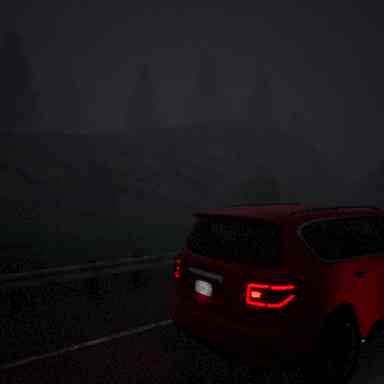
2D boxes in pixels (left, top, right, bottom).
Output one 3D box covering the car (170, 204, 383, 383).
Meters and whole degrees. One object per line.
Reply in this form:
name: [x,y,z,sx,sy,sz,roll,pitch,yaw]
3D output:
car: [2.280,1.213,5.514,5.566,2.045,2.150,0,0,-37]
